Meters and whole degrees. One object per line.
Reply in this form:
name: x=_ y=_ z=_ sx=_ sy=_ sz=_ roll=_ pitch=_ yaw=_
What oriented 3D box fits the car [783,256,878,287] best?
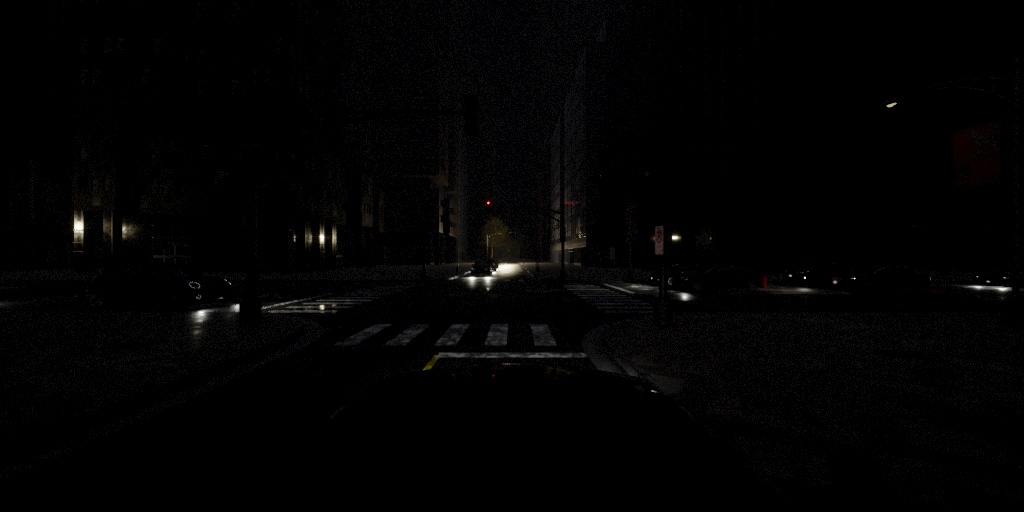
car: x=21.577 y=0.987 z=24.165 sx=5.566 sy=2.045 sz=2.150 roll=0 pitch=0 yaw=1

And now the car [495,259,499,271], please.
car: x=-3.131 y=1.102 z=47.320 sx=2.097 sy=1.767 sz=4.553 roll=0 pitch=0 yaw=0

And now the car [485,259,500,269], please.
car: x=-3.143 y=1.242 z=58.202 sx=2.128 sy=1.511 sz=4.902 roll=0 pitch=0 yaw=0

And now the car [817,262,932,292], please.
car: x=21.324 y=1.262 z=20.929 sx=4.902 sy=1.511 sz=2.128 roll=0 pitch=0 yaw=0

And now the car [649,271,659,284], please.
car: x=11.846 y=1.258 z=24.225 sx=4.892 sy=1.490 sz=1.837 roll=0 pitch=0 yaw=-1

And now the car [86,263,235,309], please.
car: x=-13.871 y=1.099 z=14.354 sx=4.553 sy=1.767 sz=2.097 roll=0 pitch=0 yaw=0

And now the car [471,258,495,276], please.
car: x=-3.114 y=1.227 z=37.539 sx=1.882 sy=1.535 sz=5.008 roll=0 pitch=0 yaw=1

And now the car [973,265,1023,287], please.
car: x=34.719 y=1.330 z=24.120 sx=5.357 sy=1.411 sz=2.033 roll=0 pitch=0 yaw=0

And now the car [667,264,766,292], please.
car: x=12.000 y=1.237 z=20.969 sx=5.008 sy=1.535 sz=1.882 roll=0 pitch=0 yaw=1
